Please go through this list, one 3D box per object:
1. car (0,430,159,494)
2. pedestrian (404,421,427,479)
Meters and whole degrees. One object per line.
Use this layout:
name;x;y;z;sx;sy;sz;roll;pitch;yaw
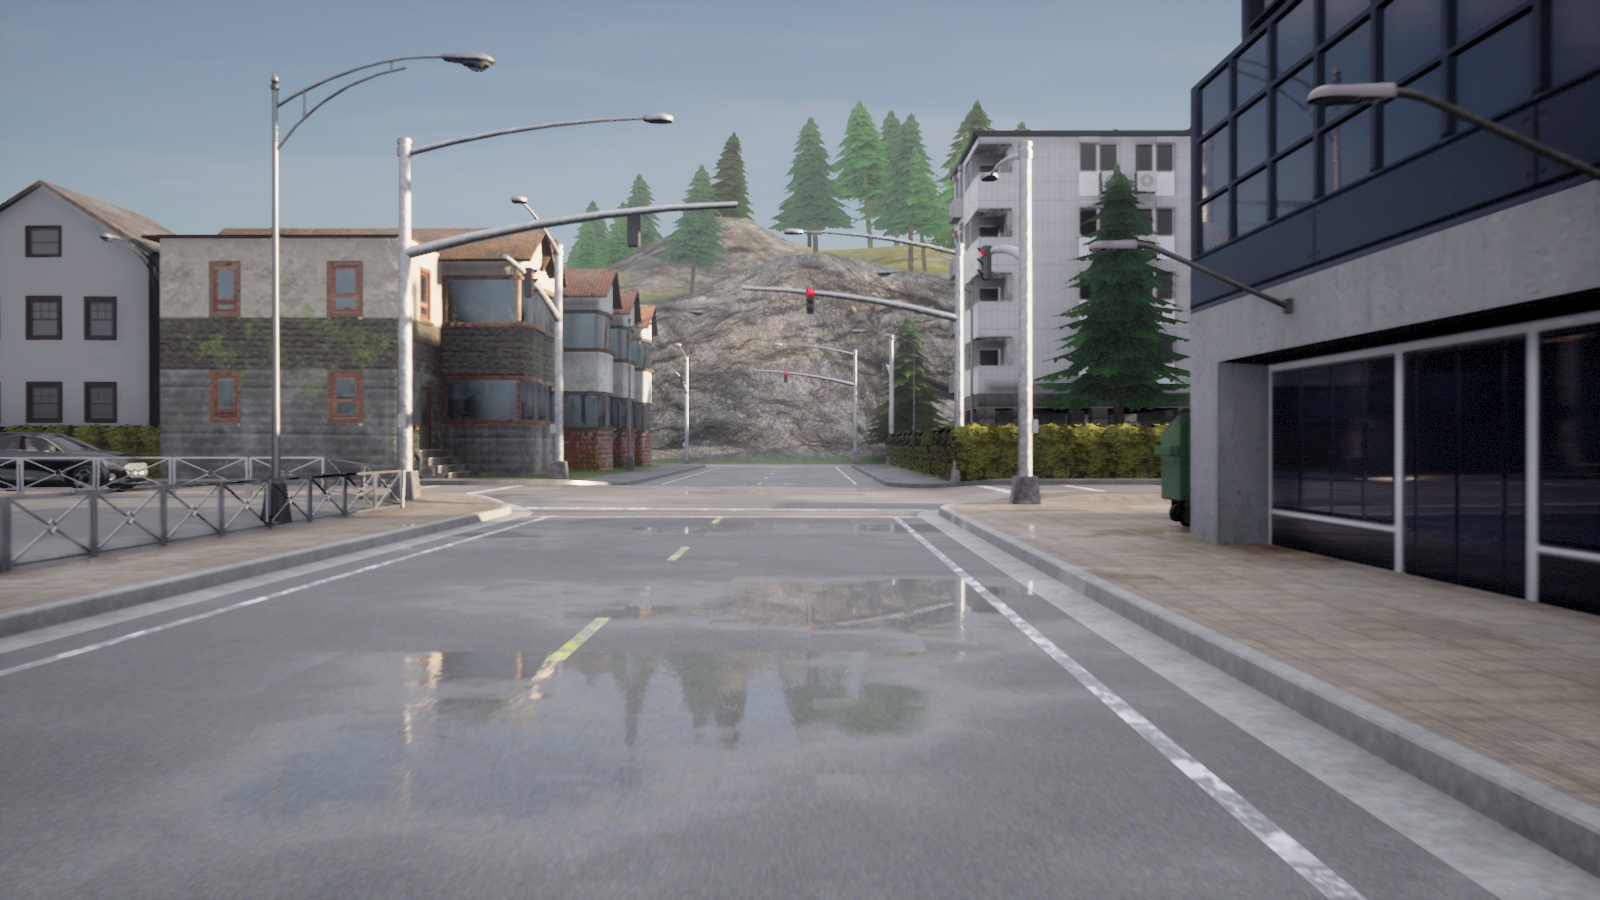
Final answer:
car;-19.813;0.298;33.024;4.856;1.649;2.033;0;0;0
pedestrian;-12.202;-0.007;39.881;0.614;1.847;0.353;0;0;20
